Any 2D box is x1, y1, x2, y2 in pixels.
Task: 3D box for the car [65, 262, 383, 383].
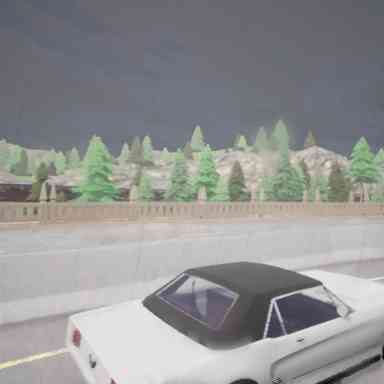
[{"bbox_3d":[1.012,1.629,4.310,4.718,1.301,1.895,1,0,-33],"label":"car"}]
